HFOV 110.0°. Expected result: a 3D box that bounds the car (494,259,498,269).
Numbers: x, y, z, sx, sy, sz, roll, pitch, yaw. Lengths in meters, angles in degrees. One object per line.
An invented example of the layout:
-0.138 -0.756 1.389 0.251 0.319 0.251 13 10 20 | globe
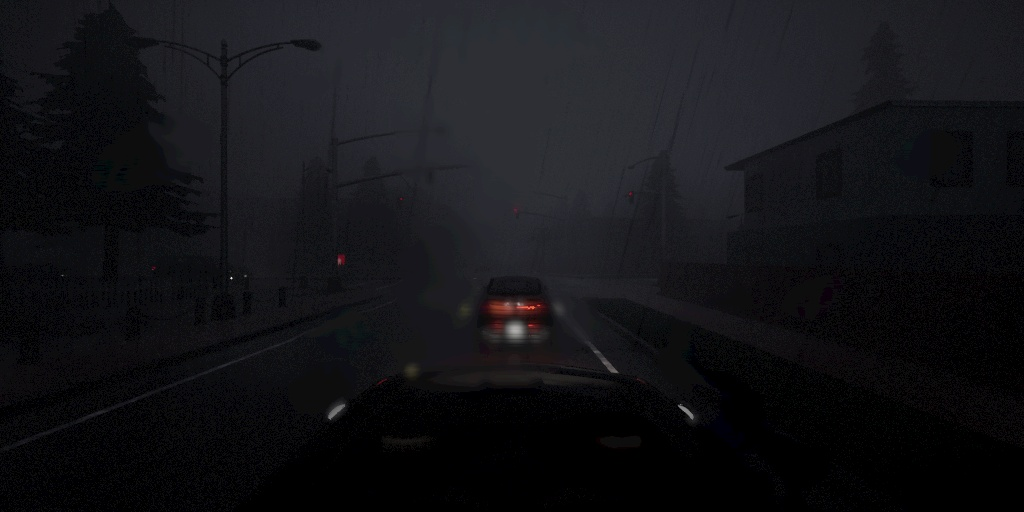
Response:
-3.461 1.276 54.295 1.812 1.442 4.674 0 0 0 | car

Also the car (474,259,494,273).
-3.495 1.275 43.652 1.812 1.442 4.674 0 0 -1 | car

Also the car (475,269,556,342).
0.092 1.255 9.715 1.837 1.490 4.892 0 0 0 | car

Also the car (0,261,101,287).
-31.103 1.257 23.748 4.902 1.511 2.128 0 0 -1 | car

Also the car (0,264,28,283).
-40.183 1.329 27.181 4.181 1.385 1.994 0 0 -2 | car

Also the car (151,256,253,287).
-20.665 0.987 24.025 5.566 2.045 2.150 0 0 -1 | car
